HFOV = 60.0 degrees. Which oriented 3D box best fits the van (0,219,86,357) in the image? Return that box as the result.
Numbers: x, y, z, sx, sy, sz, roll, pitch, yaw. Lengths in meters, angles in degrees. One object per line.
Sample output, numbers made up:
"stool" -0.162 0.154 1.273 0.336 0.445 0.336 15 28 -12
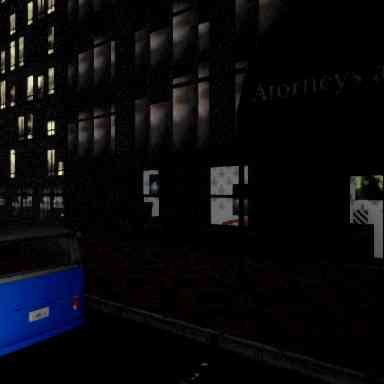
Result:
"van" -3.474 1.341 5.370 3.998 1.788 1.690 0 0 36
